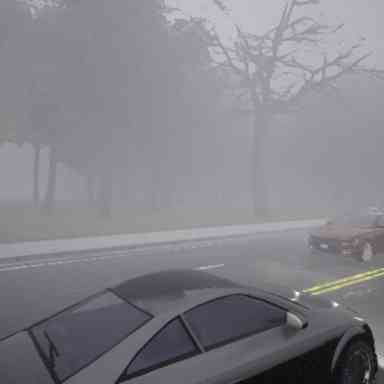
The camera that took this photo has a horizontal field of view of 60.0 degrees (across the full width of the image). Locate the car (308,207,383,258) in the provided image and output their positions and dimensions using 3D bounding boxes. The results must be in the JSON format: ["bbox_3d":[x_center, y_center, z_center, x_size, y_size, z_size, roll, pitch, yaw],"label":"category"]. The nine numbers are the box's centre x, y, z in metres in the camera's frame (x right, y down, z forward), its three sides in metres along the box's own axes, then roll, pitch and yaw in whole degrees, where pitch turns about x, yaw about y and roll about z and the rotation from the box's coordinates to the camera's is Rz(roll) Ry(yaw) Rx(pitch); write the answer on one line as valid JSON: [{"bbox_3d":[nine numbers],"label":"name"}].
[{"bbox_3d":[6.288,1.475,12.149,5.008,1.535,1.882,0,0,-35],"label":"car"}]

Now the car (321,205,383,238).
[{"bbox_3d":[9.684,1.545,18.538,5.357,1.411,2.033,0,0,-35],"label":"car"}]

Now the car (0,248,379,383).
[{"bbox_3d":[0.135,1.563,3.530,4.181,1.385,1.994,0,0,-36],"label":"car"}]
